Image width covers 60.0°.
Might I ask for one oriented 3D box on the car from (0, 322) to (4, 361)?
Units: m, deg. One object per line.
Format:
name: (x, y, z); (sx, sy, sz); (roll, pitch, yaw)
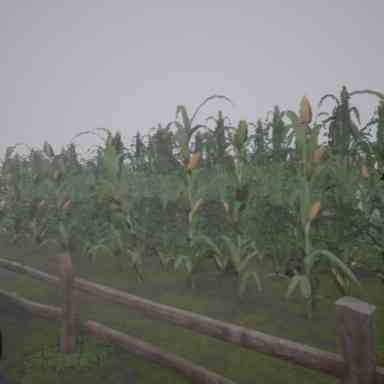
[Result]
car: (-4.503, 1.401, 4.602); (4.553, 1.767, 2.097); (-1, 1, 40)
